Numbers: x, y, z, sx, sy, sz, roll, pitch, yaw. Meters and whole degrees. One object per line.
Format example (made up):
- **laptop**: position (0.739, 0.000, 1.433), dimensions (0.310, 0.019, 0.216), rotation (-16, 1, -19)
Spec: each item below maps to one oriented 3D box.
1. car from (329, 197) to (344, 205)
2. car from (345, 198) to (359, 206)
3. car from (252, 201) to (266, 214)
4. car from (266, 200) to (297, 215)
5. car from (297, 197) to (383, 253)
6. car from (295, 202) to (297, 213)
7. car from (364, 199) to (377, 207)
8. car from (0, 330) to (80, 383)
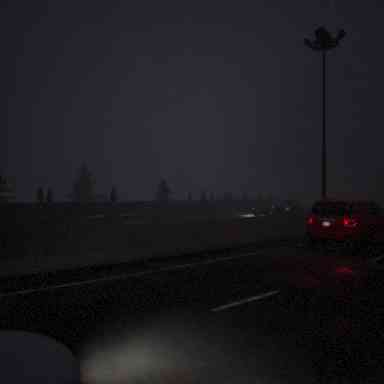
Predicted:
- **car**: position (31.224, 1.905, 71.729), dimensions (2.097, 1.767, 4.553), rotation (0, 0, 34)
- **car**: position (32.248, 2.029, 66.984), dimensions (1.837, 1.490, 4.892), rotation (0, 0, 34)
- **car**: position (8.639, 1.772, 38.441), dimensions (1.837, 1.490, 4.892), rotation (0, 0, 35)
- **car**: position (9.704, 1.596, 33.966), dimensions (2.097, 1.767, 4.553), rotation (0, 0, 36)
- **car**: position (7.108, 1.339, 14.693), dimensions (5.566, 2.045, 2.150), rotation (1, 0, -44)
- **car**: position (11.668, 1.779, 30.690), dimensions (2.033, 1.411, 5.357), rotation (0, 0, 37)
- **car**: position (34.108, 2.041, 63.480), dimensions (1.812, 1.442, 4.674), rotation (0, 0, 34)
- **car**: position (-2.990, 1.525, 1.764), dimensions (4.674, 1.442, 1.812), rotation (0, 0, -35)
